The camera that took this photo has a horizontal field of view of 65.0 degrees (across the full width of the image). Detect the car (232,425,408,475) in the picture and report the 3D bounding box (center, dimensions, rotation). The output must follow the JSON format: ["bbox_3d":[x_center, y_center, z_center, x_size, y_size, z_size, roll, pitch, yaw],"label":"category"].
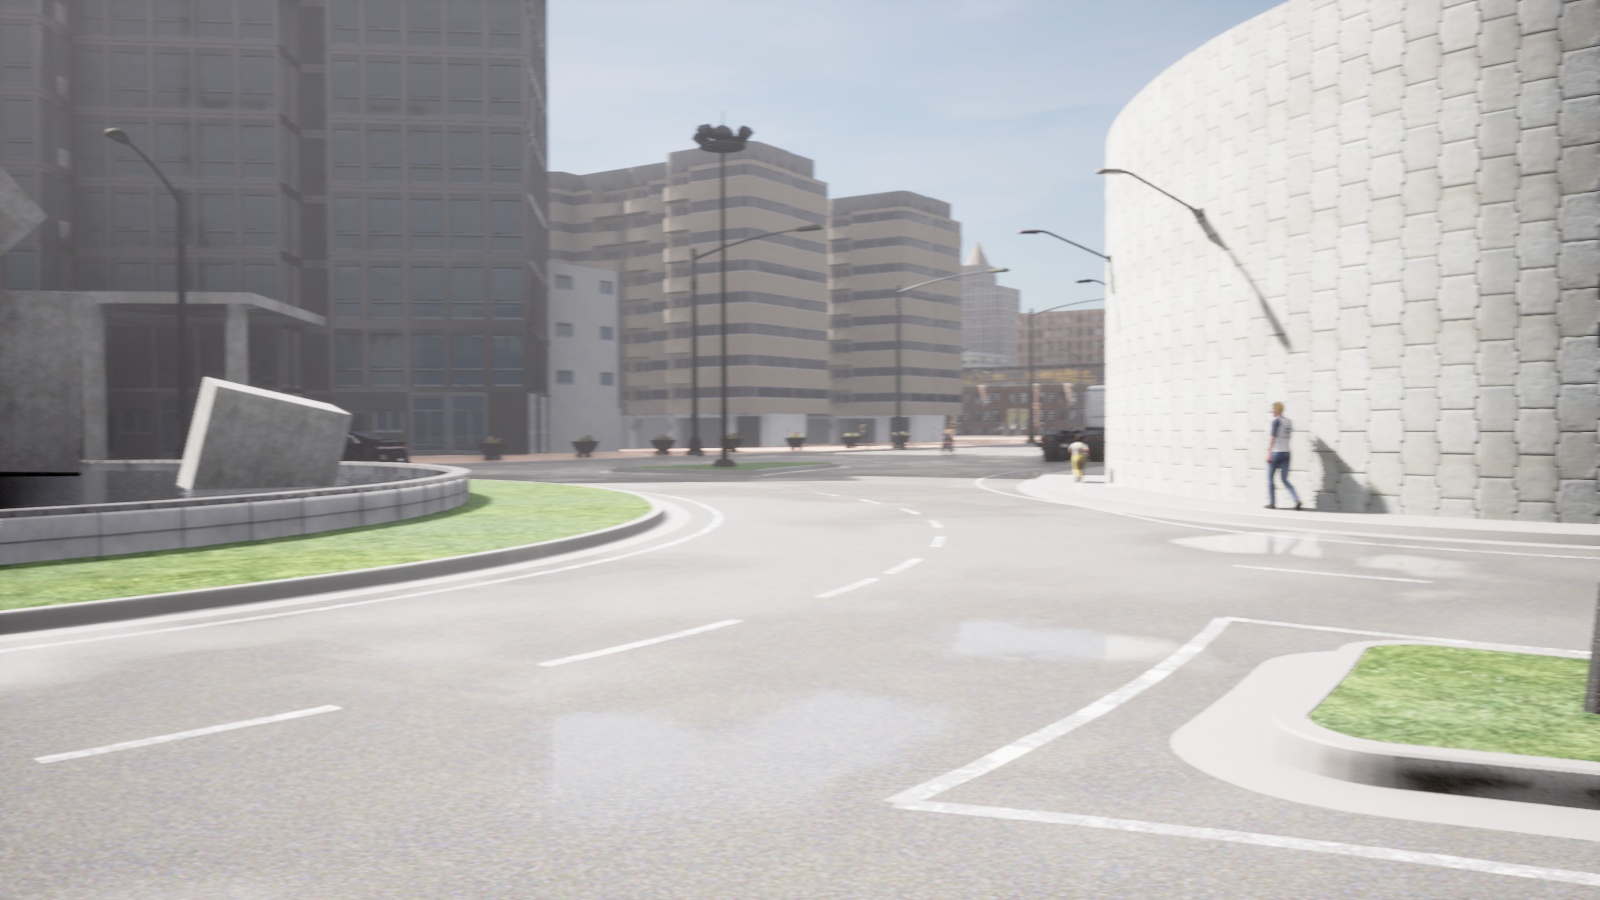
[{"bbox_3d":[-15.234,-0.016,39.913,4.902,1.511,2.128,0,1,16],"label":"car"}]

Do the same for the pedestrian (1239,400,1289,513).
[{"bbox_3d":[7.663,0.105,20.769,0.354,1.836,0.706,0,1,-27],"label":"pedestrian"}]

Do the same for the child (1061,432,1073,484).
[{"bbox_3d":[6.578,0.189,30.950,0.270,1.263,0.437,0,1,10],"label":"child"}]

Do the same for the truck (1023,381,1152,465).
[{"bbox_3d":[12.928,-1.185,55.875,2.891,3.462,7.936,1,1,34],"label":"truck"}]
